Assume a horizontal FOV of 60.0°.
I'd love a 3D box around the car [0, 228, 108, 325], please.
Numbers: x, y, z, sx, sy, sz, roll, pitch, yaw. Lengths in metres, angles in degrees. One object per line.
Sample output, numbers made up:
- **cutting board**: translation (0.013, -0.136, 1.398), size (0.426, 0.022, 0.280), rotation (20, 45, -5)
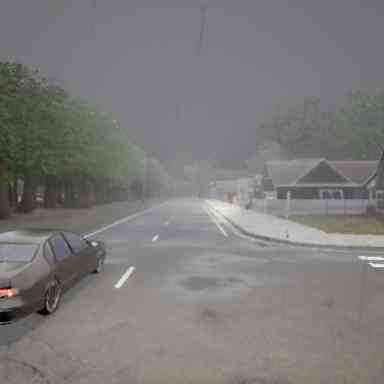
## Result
- **car**: translation (-3.417, 1.530, 7.411), size (2.033, 1.411, 5.357), rotation (0, 0, 0)
